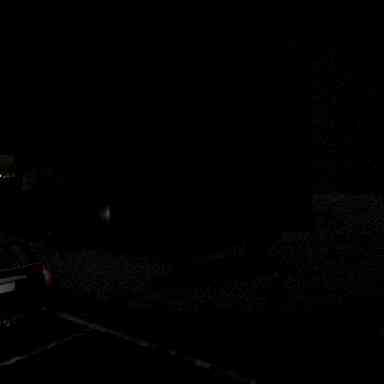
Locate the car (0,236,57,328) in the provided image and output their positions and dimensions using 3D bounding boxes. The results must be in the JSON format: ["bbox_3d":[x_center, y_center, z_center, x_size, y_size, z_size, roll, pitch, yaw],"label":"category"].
[{"bbox_3d":[-4.410,1.510,6.216,4.097,1.590,1.967,-1,0,36],"label":"car"}]
